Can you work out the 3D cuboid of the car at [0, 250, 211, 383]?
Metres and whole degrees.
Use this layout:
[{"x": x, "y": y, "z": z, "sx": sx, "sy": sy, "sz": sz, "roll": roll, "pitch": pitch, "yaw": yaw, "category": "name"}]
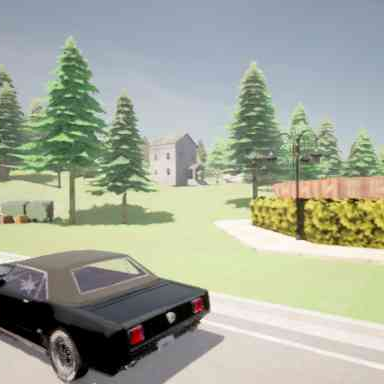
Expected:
[{"x": -2.131, "y": 1.657, "z": 5.513, "sx": 4.718, "sy": 1.301, "sz": 1.895, "roll": -1, "pitch": 0, "yaw": 36, "category": "car"}]
